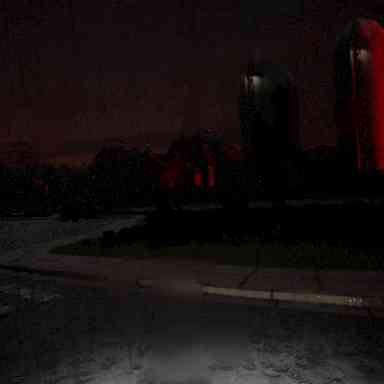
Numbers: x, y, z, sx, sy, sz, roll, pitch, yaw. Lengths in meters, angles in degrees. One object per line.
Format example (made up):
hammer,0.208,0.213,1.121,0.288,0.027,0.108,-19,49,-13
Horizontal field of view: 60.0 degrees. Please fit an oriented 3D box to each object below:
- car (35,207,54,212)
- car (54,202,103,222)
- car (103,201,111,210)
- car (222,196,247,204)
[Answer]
car,-27.005,3.550,61.840,1.816,1.474,4.193,-4,0,31
car,-13.152,2.381,38.860,1.932,1.855,4.605,-4,0,31
car,-15.154,2.574,55.457,1.905,1.878,3.866,-4,0,31
car,5.636,1.365,43.117,2.242,1.667,4.611,-4,0,31
